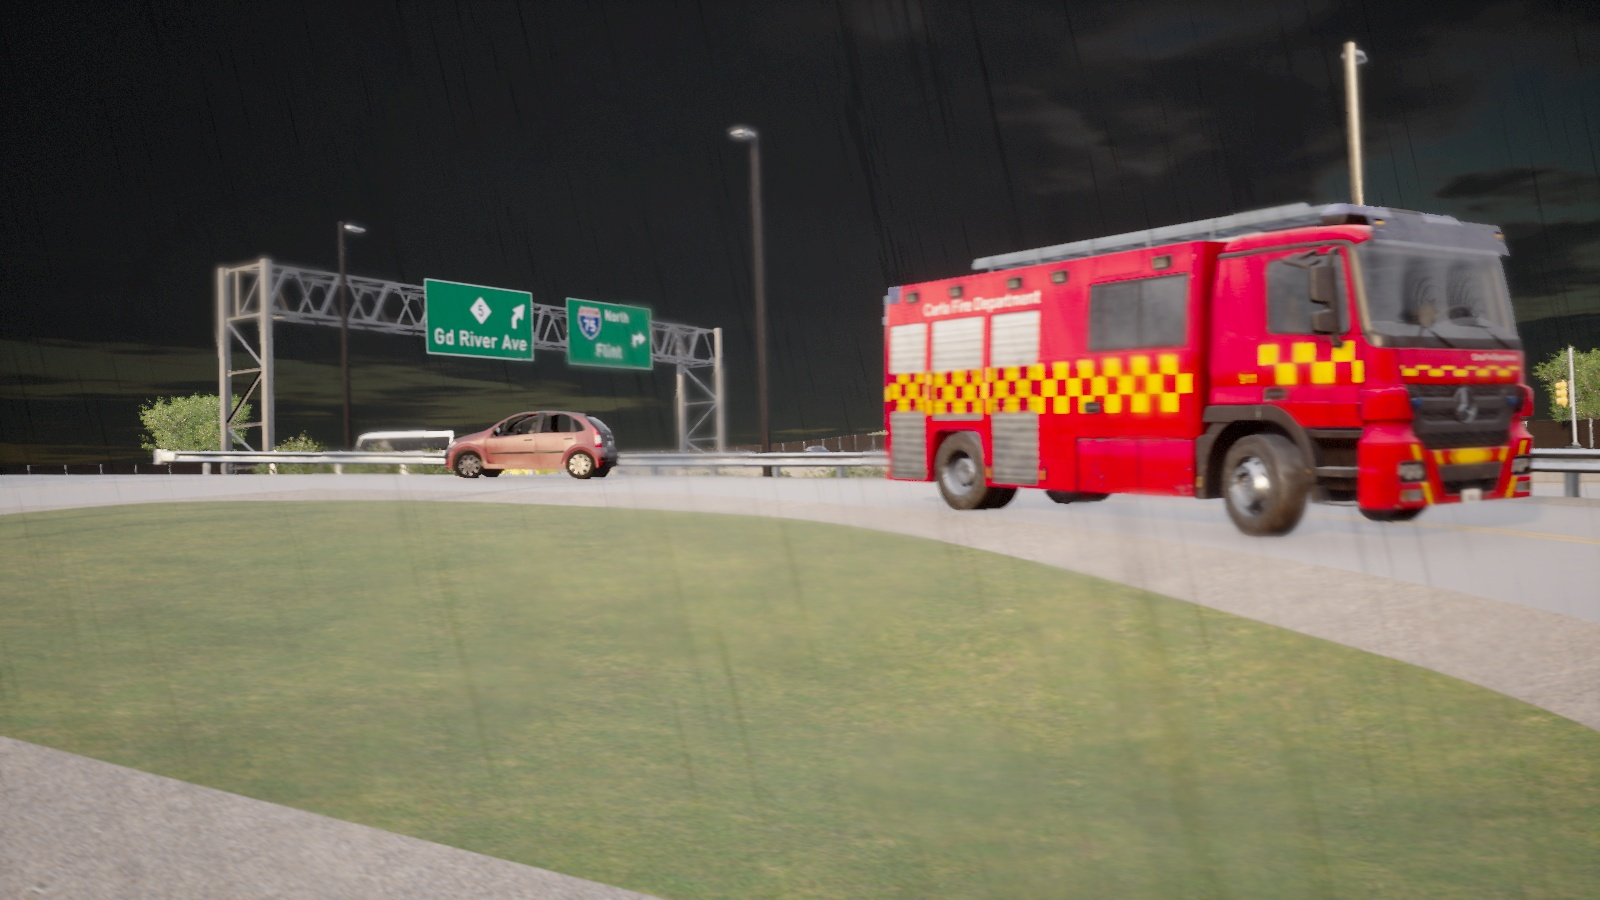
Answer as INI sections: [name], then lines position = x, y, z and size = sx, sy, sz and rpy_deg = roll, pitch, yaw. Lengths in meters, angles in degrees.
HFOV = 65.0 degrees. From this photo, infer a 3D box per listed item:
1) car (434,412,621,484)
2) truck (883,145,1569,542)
[car]
position = -6.445, -0.047, 29.965
size = 3.988, 1.617, 1.851
rpy_deg = -1, 0, 5
[truck]
position = 4.841, -1.110, 16.468
size = 2.891, 3.827, 8.468
rpy_deg = -3, 2, -33
